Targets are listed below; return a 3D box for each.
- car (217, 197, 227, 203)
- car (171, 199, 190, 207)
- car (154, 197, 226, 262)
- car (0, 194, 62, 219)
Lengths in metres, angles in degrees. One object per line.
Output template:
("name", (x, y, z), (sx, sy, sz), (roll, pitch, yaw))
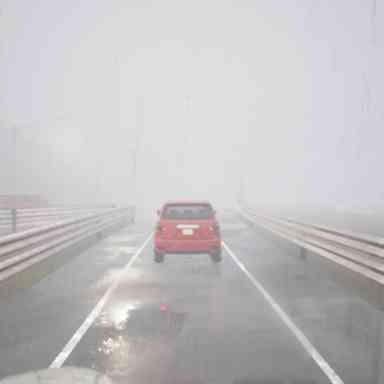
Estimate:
("car", (8.489, 2.223, 94.246), (1.812, 1.442, 4.674), (0, -1, 17))
("car", (-2.030, 1.865, 59.456), (1.895, 1.301, 4.718), (0, -1, 17))
("car", (-0.179, 1.275, 12.538), (2.150, 2.045, 5.566), (0, 0, -1))
("car", (-12.360, 1.166, 25.296), (2.150, 2.045, 5.566), (0, -1, 17))
